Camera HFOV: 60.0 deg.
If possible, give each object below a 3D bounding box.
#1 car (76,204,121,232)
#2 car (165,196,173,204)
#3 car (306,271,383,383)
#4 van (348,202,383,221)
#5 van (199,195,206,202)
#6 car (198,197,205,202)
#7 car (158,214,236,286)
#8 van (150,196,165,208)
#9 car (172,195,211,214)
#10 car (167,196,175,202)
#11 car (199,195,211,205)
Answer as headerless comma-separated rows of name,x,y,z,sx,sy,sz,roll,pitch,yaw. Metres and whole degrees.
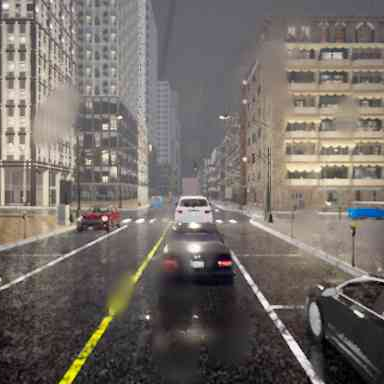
car,-5.703,1.531,20.703,1.967,1.590,4.097,0,0,0
car,-5.735,1.875,75.210,1.752,1.417,4.829,0,0,0
car,2.688,1.567,3.761,2.008,1.369,4.403,0,0,0
van,16.912,1.841,31.448,3.998,1.788,1.690,1,-1,0
van,2.639,1.748,86.488,1.690,1.788,3.998,0,0,0
car,2.636,1.987,92.038,2.008,1.369,4.403,0,0,0
car,0.094,1.589,9.574,2.033,1.411,5.357,0,0,0
van,-5.722,1.582,53.177,1.690,1.788,3.998,0,0,0
car,0.089,1.315,21.568,2.150,2.045,5.566,0,0,0
car,-5.745,1.876,92.032,1.967,1.590,4.097,0,0,0
car,2.648,1.638,69.836,2.192,1.841,5.009,0,0,0
